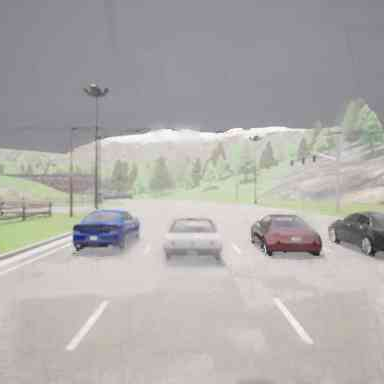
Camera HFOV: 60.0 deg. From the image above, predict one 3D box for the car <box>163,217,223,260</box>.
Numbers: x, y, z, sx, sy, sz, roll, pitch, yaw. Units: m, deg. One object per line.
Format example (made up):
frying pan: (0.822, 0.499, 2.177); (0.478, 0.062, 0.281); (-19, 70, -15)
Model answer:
car: (0.042, 1.595, 12.443); (1.895, 1.301, 4.718); (0, 0, 1)

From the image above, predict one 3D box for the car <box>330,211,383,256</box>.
car: (7.051, 1.499, 13.073); (1.837, 1.490, 4.892); (0, 0, 1)

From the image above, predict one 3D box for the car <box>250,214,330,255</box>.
car: (3.551, 1.558, 13.217); (1.994, 1.385, 4.181); (0, 0, 1)

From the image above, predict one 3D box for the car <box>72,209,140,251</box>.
car: (-3.441, 1.471, 14.173); (1.882, 1.535, 5.008); (0, 0, 1)
